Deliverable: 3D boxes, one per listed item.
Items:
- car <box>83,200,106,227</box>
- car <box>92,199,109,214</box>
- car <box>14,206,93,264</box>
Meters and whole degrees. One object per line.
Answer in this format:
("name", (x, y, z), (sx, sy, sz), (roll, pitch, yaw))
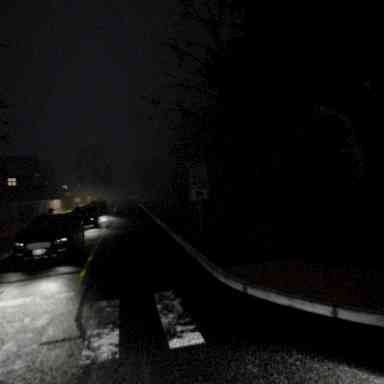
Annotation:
("car", (-7.373, 1.630, 23.058), (2.033, 1.411, 5.357), (-5, 1, -12))
("car", (-9.694, 1.537, 34.555), (2.128, 1.511, 4.902), (-5, 1, -11))
("car", (-5.298, 1.606, 12.814), (2.128, 1.511, 4.902), (-5, 1, -11))
